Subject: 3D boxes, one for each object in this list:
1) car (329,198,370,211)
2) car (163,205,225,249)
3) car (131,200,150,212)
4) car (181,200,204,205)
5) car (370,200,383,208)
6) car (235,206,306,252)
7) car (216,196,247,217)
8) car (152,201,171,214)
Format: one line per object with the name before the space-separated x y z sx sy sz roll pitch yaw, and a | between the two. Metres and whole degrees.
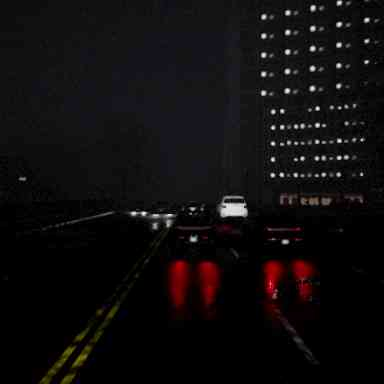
car | 23.000 1.899 49.330 5.009 1.841 2.192 0 1 20
car | 0.067 1.560 14.766 2.128 1.511 4.902 0 0 0
car | -6.551 1.765 42.968 2.033 1.411 5.357 0 0 1
car | 0.060 1.494 29.329 2.097 1.767 4.553 0 0 0
car | 31.032 2.004 54.786 4.403 1.369 2.008 0 1 20
car | 3.314 1.557 14.172 2.128 1.511 4.902 0 0 0
car | 3.304 1.354 28.218 2.150 2.045 5.566 0 -1 0
car | -3.334 1.714 38.002 1.812 1.442 4.674 0 -1 0
